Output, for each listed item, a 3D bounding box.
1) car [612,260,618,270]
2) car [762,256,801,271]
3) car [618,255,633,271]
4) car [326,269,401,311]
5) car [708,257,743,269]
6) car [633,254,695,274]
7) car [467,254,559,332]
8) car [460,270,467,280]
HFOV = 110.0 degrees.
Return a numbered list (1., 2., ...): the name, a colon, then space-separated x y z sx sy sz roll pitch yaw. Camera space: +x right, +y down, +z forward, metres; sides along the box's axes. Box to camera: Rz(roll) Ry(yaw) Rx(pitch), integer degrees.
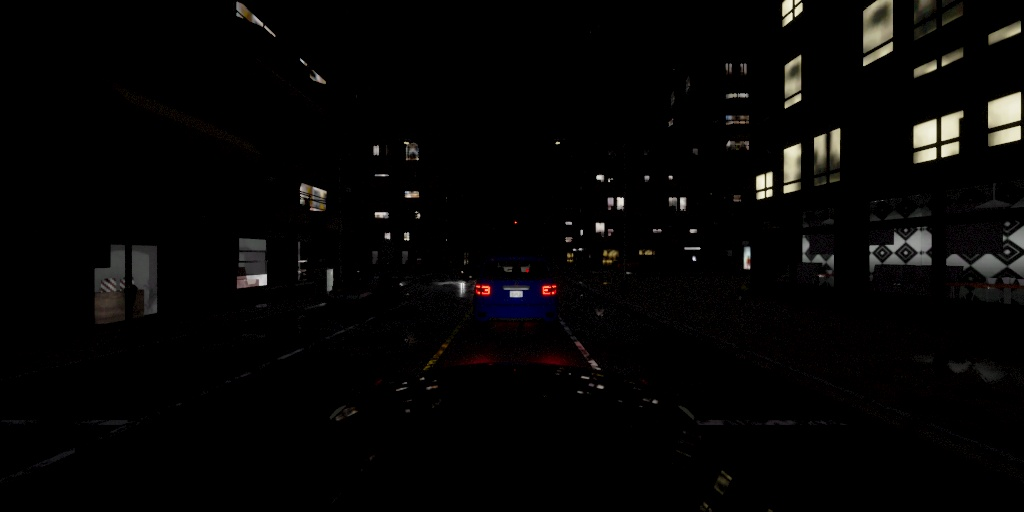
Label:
1. car: 14.589 0.764 42.737 5.009 1.841 2.192 0 0 0
2. car: 25.815 0.822 34.451 4.313 1.339 1.948 0 0 0
3. car: 14.968 0.925 40.150 5.008 1.535 1.882 -1 0 -1
4. car: -5.736 1.332 14.384 1.802 1.307 4.207 0 0 0
5. car: 25.681 0.824 42.831 4.207 1.307 1.802 0 0 0
6. car: 14.721 0.778 34.358 5.009 1.841 2.192 0 0 0
7. car: 0.101 0.971 10.979 2.150 2.045 5.566 0 0 0
8. car: -2.745 1.382 30.981 1.895 1.301 4.718 -1 0 16
